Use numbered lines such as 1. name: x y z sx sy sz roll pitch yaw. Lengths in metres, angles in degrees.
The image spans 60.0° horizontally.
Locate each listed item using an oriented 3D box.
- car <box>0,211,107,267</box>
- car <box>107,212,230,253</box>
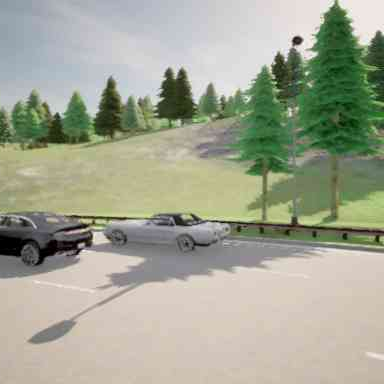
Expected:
1. car: -5.531 1.367 10.708 4.902 1.511 2.128 0 0 21
2. car: -1.054 1.431 12.745 4.718 1.301 1.895 0 1 26
